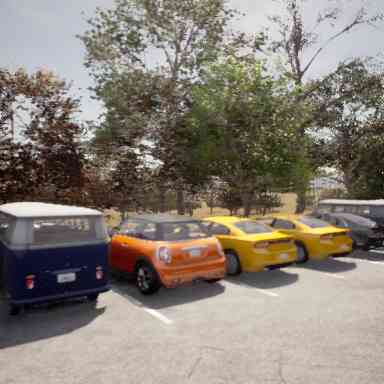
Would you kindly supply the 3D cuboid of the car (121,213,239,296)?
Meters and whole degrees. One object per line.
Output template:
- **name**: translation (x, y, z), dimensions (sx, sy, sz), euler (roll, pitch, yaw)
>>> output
- **car**: translation (-1.159, 1.393, 9.199), dimensions (2.185, 1.767, 4.553), euler (1, 0, -36)

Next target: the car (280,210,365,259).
- **car**: translation (3.333, 1.566, 12.442), dimensions (2.097, 1.535, 5.008), euler (1, 0, -36)

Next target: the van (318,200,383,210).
- **van**: translation (7.770, 1.389, 15.764), dimensions (1.878, 1.987, 4.442), euler (1, 0, -36)

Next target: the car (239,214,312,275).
- **car**: translation (0.977, 1.541, 10.758), dimensions (2.097, 1.535, 5.008), euler (1, 0, -36)

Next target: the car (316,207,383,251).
- **car**: translation (5.587, 1.592, 14.053), dimensions (2.231, 1.521, 4.892), euler (1, 0, -36)

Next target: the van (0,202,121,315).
- **van**: translation (-3.498, 1.268, 7.710), dimensions (1.878, 1.987, 4.442), euler (1, 0, -36)
